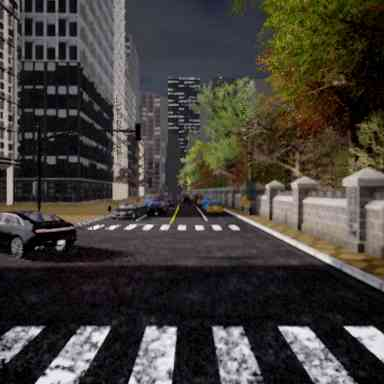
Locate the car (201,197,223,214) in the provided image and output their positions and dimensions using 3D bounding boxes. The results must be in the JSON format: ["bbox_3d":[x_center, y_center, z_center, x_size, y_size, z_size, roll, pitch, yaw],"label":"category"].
[{"bbox_3d":[2.233,1.505,34.283,1.752,1.417,4.829,0,0,-1],"label":"car"}]

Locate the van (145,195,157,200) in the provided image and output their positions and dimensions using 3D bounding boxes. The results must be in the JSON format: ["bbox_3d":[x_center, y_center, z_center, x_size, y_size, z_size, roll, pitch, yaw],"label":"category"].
[{"bbox_3d":[-6.164,1.308,50.430,1.690,1.788,3.998,0,0,-2],"label":"van"}]

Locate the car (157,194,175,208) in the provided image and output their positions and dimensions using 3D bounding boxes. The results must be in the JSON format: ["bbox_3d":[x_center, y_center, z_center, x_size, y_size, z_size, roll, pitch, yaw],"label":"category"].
[{"bbox_3d":[-3.475,1.459,48.075,2.128,1.511,4.902,0,0,-1],"label":"car"}]

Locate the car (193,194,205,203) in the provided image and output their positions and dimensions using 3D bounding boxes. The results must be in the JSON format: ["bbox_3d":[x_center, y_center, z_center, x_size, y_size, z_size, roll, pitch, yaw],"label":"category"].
[{"bbox_3d":[1.334,1.261,67.375,2.192,1.841,5.009,0,0,-2],"label":"car"}]

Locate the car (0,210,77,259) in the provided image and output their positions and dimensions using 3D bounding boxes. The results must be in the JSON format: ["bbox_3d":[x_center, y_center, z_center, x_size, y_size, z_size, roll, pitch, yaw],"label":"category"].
[{"bbox_3d":[-6.384,1.431,12.317,4.902,1.511,2.128,1,0,32],"label":"car"}]

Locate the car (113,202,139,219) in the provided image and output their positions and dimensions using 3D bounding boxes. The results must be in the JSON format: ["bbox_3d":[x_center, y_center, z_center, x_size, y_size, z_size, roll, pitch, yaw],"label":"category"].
[{"bbox_3d":[-5.546,1.536,28.254,2.008,1.369,4.403,0,0,-1],"label":"car"}]

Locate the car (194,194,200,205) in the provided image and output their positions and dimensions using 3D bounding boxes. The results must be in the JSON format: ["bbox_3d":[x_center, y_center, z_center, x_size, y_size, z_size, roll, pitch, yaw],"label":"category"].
[{"bbox_3d":[1.693,1.484,56.454,1.752,1.417,4.829,0,0,-2],"label":"car"}]

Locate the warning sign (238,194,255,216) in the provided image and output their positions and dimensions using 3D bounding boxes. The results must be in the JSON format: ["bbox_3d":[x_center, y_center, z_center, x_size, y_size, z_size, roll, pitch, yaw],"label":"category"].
[{"bbox_3d":[4.705,1.099,29.024,1.300,1.860,1.060,0,0,-1],"label":"warning sign"}]

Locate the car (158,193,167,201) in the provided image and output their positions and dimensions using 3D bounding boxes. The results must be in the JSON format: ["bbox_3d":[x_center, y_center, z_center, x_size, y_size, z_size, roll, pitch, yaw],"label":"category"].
[{"bbox_3d":[-7.352,1.241,83.696,2.192,1.841,5.009,0,0,-2],"label":"car"}]

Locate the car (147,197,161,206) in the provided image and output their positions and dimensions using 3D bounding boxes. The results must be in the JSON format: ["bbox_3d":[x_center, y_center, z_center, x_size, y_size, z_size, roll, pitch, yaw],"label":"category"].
[{"bbox_3d":[-6.321,1.506,55.975,1.887,1.381,4.507,0,0,-2],"label":"car"}]

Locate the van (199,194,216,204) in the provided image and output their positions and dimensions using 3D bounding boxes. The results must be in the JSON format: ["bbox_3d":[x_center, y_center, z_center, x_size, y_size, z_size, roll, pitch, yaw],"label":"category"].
[{"bbox_3d":[2.125,1.317,39.656,1.690,1.788,3.998,0,0,-1],"label":"van"}]

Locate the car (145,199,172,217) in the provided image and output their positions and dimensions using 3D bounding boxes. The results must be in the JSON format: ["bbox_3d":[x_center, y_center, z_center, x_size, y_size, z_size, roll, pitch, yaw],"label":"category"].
[{"bbox_3d":[-3.129,1.584,31.056,1.895,1.301,4.718,0,0,-1],"label":"car"}]

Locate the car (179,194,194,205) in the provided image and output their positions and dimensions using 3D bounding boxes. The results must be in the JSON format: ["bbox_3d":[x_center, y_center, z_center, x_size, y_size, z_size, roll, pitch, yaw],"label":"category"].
[{"bbox_3d":[-0.951,1.482,59.034,1.812,1.442,4.674,0,0,-2],"label":"car"}]

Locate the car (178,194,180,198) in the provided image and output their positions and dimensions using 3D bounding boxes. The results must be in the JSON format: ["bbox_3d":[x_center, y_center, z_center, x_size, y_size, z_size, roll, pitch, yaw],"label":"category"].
[{"bbox_3d":[-1.292,1.331,69.042,2.033,1.411,5.357,0,0,-2],"label":"car"}]

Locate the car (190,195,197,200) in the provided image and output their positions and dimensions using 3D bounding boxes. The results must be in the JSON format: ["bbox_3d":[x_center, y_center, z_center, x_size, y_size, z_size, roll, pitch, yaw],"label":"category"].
[{"bbox_3d":[0.404,1.440,89.717,1.752,1.417,4.829,0,0,-3],"label":"car"}]
